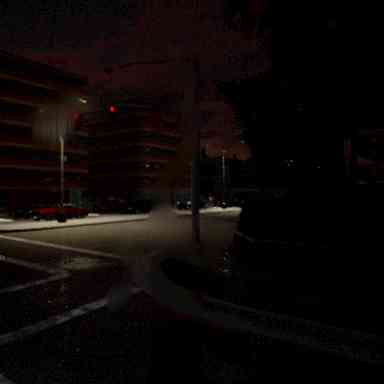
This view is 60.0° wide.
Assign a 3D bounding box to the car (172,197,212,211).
[{"bbox_3d":[0.067,1.373,42.146,2.097,1.767,4.553,0,0,36],"label":"car"}]

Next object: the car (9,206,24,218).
[{"bbox_3d":[-13.643,1.590,29.139,1.994,1.385,4.181,0,0,36],"label":"car"}]

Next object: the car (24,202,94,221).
[{"bbox_3d":[-10.754,1.623,27.191,1.895,1.301,4.718,0,0,32],"label":"car"}]

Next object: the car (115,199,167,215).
[{"bbox_3d":[-5.238,1.497,34.805,1.882,1.535,5.008,0,0,36],"label":"car"}]

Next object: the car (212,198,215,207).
[{"bbox_3d":[2.056,1.515,50.852,2.128,1.511,4.902,0,0,36],"label":"car"}]

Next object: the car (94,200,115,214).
[{"bbox_3d":[-8.710,1.587,35.949,1.994,1.385,4.181,0,0,37],"label":"car"}]

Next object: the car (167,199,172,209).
[{"bbox_3d":[-3.822,1.588,42.731,1.994,1.385,4.181,0,0,36],"label":"car"}]

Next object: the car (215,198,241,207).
[{"bbox_3d":[5.742,1.583,49.971,1.994,1.385,4.181,0,0,36],"label":"car"}]
